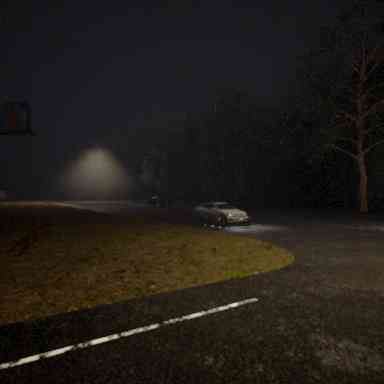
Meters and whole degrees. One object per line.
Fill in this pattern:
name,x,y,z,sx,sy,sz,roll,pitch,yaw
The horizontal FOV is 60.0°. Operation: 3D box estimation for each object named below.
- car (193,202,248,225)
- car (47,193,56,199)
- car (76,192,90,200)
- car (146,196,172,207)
car,1.877,1.426,23.289,1.812,1.442,4.674,0,0,-34
car,-35.042,0.990,82.797,2.033,1.411,5.357,0,0,-28
car,-24.658,0.893,74.856,2.097,1.767,4.553,0,0,-34
car,-4.522,1.262,45.181,2.128,1.511,4.902,0,0,-34
